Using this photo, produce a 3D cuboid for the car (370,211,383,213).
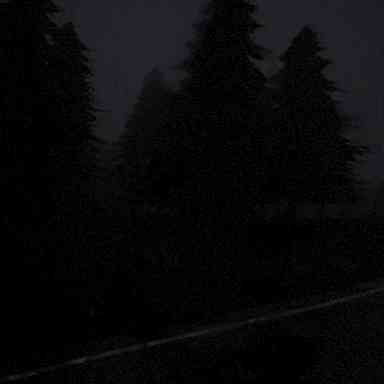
[{"bbox_3d":[21.232,2.908,38.004,1.812,1.442,4.674,5,-5,-9],"label":"car"}]
